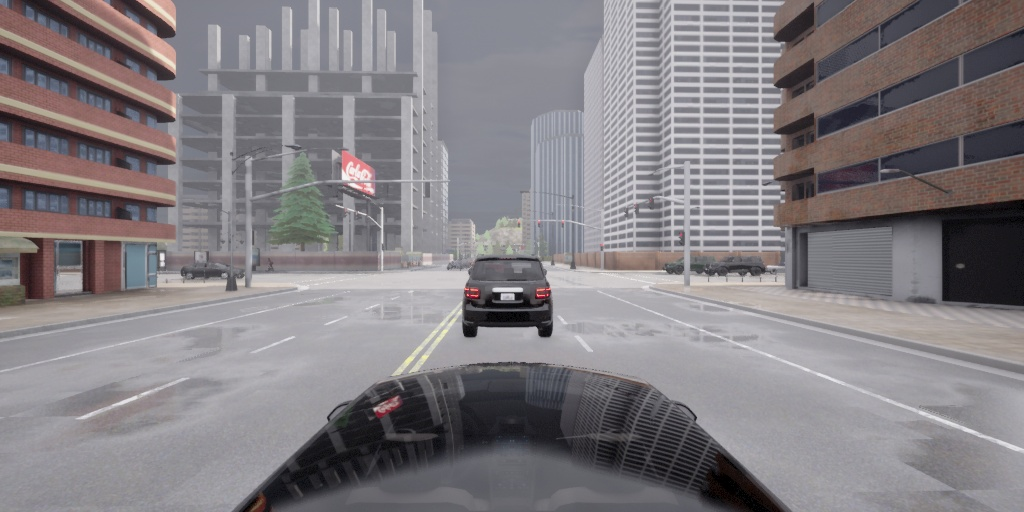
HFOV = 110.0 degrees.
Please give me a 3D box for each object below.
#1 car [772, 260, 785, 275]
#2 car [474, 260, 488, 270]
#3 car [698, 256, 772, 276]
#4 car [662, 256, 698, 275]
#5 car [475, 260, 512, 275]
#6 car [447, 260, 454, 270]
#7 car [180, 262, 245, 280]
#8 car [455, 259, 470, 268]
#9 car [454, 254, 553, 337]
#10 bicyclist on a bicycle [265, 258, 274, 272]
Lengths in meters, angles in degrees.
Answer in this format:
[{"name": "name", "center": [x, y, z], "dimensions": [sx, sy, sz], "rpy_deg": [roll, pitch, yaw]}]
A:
[{"name": "car", "center": [29.506, 1.351, 39.232], "dimensions": [4.718, 1.301, 1.895], "rpy_deg": [0, 0, -1]}, {"name": "car", "center": [-4.679, 1.314, 54.613], "dimensions": [1.994, 1.385, 4.181], "rpy_deg": [0, 0, -1]}, {"name": "car", "center": [21.988, 0.971, 35.549], "dimensions": [5.566, 2.045, 2.150], "rpy_deg": [0, 0, -2]}, {"name": "car", "center": [19.376, 0.972, 38.978], "dimensions": [5.566, 2.045, 2.150], "rpy_deg": [0, 0, -1]}, {"name": "car", "center": [-1.960, 1.228, 40.240], "dimensions": [1.882, 1.535, 5.008], "rpy_deg": [1, 0, 26]}, {"name": "car", "center": [-8.124, 1.314, 51.781], "dimensions": [1.994, 1.385, 4.181], "rpy_deg": [0, 0, -1]}, {"name": "car", "center": [-25.325, 1.254, 30.610], "dimensions": [4.892, 1.490, 1.837], "rpy_deg": [0, 0, -1]}, {"name": "car", "center": [-8.286, 1.255, 60.353], "dimensions": [1.837, 1.490, 4.892], "rpy_deg": [0, 0, -1]}, {"name": "car", "center": [-0.122, 0.971, 10.391], "dimensions": [2.150, 2.045, 5.566], "rpy_deg": [0, 0, -1]}, {"name": "bicyclist on a bicycle", "center": [-28.715, 1.051, 42.505], "dimensions": [0.582, 1.620, 1.656], "rpy_deg": [0, 0, -1]}]
